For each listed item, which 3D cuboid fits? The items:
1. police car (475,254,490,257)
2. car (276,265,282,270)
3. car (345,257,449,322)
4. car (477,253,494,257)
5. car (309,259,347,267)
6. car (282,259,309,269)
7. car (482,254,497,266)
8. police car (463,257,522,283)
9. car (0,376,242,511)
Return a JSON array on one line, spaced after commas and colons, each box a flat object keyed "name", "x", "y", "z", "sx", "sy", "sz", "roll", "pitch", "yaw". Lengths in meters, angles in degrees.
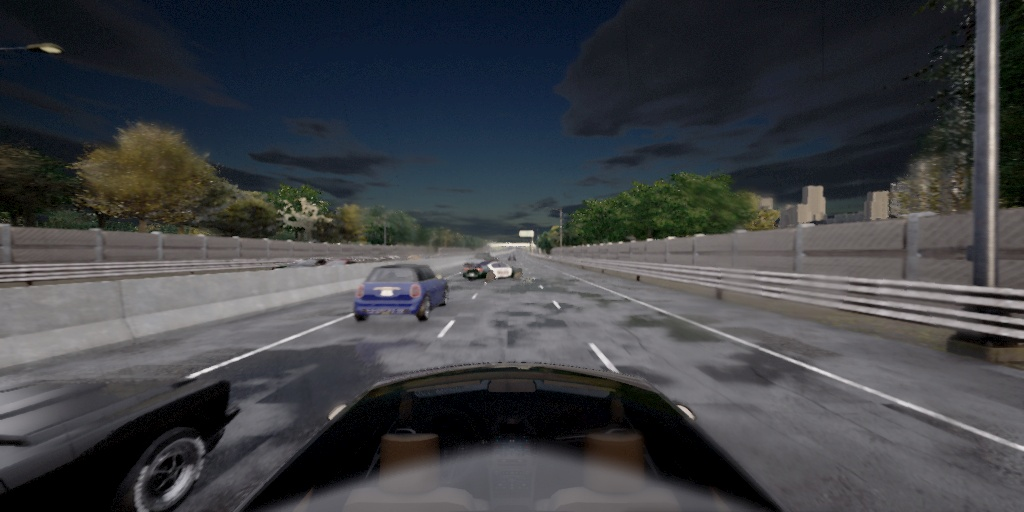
[{"name": "police car", "x": -3.497, "y": 0.915, "z": 34.306, "sx": 1.930, "sy": 1.638, "sz": 5.238, "roll": 0, "pitch": 0, "yaw": 0}, {"name": "car", "x": -21.071, "y": 1.079, "z": 35.645, "sx": 1.895, "sy": 1.301, "sz": 4.718, "roll": 0, "pitch": 1, "yaw": 0}, {"name": "car", "x": -3.498, "y": 1.028, "z": 12.164, "sx": 2.097, "sy": 1.767, "sz": 4.553, "roll": 0, "pitch": 0, "yaw": 0}, {"name": "car", "x": -3.496, "y": 0.614, "z": 45.224, "sx": 2.150, "sy": 2.045, "sz": 5.566, "roll": 0, "pitch": 1, "yaw": 0}, {"name": "car", "x": -14.077, "y": 1.010, "z": 29.421, "sx": 1.882, "sy": 1.535, "sz": 5.008, "roll": 0, "pitch": 0, "yaw": 0}, {"name": "car", "x": -17.567, "y": 1.021, "z": 31.531, "sx": 1.837, "sy": 1.490, "sz": 4.892, "roll": 0, "pitch": 0, "yaw": 0}, {"name": "car", "x": -3.496, "y": 0.640, "z": 56.165, "sx": 2.097, "sy": 1.767, "sz": 4.553, "roll": 0, "pitch": 1, "yaw": 0}, {"name": "police car", "x": -1.200, "y": 1.065, "z": 26.044, "sx": 2.038, "sy": 1.542, "sz": 4.974, "roll": 0, "pitch": 1, "yaw": 39}, {"name": "car", "x": -3.498, "y": 1.353, "z": 1.226, "sx": 1.895, "sy": 1.301, "sz": 4.718, "roll": 0, "pitch": 0, "yaw": 0}]
